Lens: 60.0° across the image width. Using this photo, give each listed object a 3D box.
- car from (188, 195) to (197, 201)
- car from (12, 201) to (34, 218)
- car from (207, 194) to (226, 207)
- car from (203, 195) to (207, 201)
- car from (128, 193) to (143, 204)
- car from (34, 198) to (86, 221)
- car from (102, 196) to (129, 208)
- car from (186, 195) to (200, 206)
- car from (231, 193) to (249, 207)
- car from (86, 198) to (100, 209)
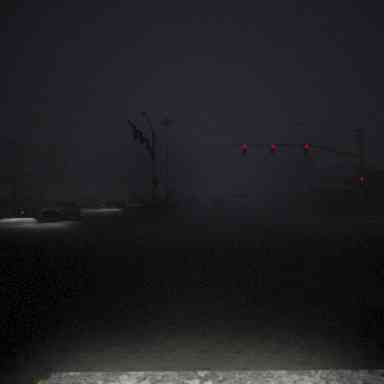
[{"bbox_3d":[0.126,1.445,78.305,1.994,1.385,4.181,0,0,0],"label":"car"},{"bbox_3d":[-14.052,1.527,29.521,1.994,1.385,4.181,0,0,0],"label":"car"},{"bbox_3d":[3.682,1.436,51.363,1.837,1.490,4.892,0,0,0],"label":"car"},{"bbox_3d":[3.626,1.418,78.334,2.128,1.511,4.902,0,0,0],"label":"car"},{"bbox_3d":[-10.454,1.139,61.842,2.150,2.045,5.566,0,0,1],"label":"car"},{"bbox_3d":[-10.556,1.443,27.038,1.882,1.535,5.008,0,0,0],"label":"car"},{"bbox_3d":[-10.518,1.539,45.974,1.895,1.301,4.718,0,0,0],"label":"car"},{"bbox_3d":[0.184,1.435,51.532,1.837,1.490,4.892,0,0,0],"label":"car"},{"bbox_3d":[7.181,1.153,50.514,2.150,2.045,5.566,0,0,0],"label":"car"},{"bbox_3d":[-14.023,1.487,45.119,2.033,1.411,5.357,0,0,0],"label":"car"}]
